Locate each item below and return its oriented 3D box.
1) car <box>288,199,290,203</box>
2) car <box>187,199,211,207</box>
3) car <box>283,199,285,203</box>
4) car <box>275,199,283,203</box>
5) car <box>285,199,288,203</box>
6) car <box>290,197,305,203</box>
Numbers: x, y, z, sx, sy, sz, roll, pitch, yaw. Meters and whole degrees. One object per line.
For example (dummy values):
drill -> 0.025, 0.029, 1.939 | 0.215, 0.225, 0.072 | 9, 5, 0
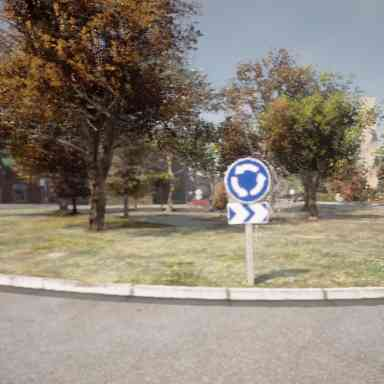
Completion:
car -> 27.155, 2.202, 82.459 | 5.008, 1.535, 2.097 | -2, -3, 7
car -> 1.124, 1.867, 57.001 | 4.181, 1.385, 1.994 | -2, -1, 2
car -> 28.027, 2.624, 90.668 | 5.366, 1.575, 1.946 | -2, -3, 7
car -> 22.403, 2.695, 88.864 | 1.882, 1.535, 5.008 | -2, -3, 7
car -> 27.890, 2.513, 87.905 | 4.792, 1.488, 2.163 | -2, -3, 7
car -> 26.803, 2.059, 79.731 | 4.892, 1.521, 2.231 | -2, -3, 7
